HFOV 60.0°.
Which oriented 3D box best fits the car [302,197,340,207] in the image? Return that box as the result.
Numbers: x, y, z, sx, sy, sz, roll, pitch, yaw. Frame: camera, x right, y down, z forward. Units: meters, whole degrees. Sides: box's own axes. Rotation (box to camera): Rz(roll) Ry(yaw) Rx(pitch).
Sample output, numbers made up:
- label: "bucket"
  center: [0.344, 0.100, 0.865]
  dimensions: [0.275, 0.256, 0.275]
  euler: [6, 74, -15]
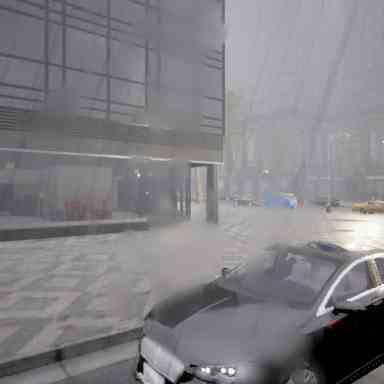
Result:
- label: "car"
  center: [17.502, 1.315, 44.375]
  dimensions: [1.947, 1.339, 4.313]
  euler: [1, 0, -35]

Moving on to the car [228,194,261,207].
- label: "car"
  center: [7.303, 1.230, 44.047]
  dimensions: [2.008, 1.369, 4.403]
  euler: [1, 0, -35]

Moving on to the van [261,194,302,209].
- label: "van"
  center: [10.541, 1.090, 39.455]
  dimensions: [1.690, 1.788, 3.998]
  euler: [1, 0, -35]

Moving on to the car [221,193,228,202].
- label: "car"
  center: [7.793, 1.073, 58.151]
  dimensions: [2.008, 1.369, 4.403]
  euler: [1, 0, -35]

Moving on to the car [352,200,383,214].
- label: "car"
  center: [17.112, 1.398, 30.129]
  dimensions: [1.752, 1.417, 4.829]
  euler: [1, 0, -35]

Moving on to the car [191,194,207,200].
- label: "car"
  center: [0.927, 1.051, 53.095]
  dimensions: [1.752, 1.417, 4.829]
  euler: [1, 0, -35]

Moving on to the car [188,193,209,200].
- label: "car"
  center: [1.320, 0.910, 67.333]
  dimensions: [2.008, 1.369, 4.403]
  euler: [1, 0, -35]

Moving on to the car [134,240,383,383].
- label: "car"
  center: [1.636, 1.491, 4.540]
  dimensions: [4.902, 1.511, 2.128]
  euler: [0, 0, -35]

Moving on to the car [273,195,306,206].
- label: "car"
  center: [14.267, 1.223, 48.966]
  dimensions: [1.887, 1.381, 4.507]
  euler: [1, 0, -35]

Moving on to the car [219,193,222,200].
- label: "car"
  center: [4.558, 0.880, 62.742]
  dimensions: [1.967, 1.590, 4.097]
  euler: [1, 0, -35]
